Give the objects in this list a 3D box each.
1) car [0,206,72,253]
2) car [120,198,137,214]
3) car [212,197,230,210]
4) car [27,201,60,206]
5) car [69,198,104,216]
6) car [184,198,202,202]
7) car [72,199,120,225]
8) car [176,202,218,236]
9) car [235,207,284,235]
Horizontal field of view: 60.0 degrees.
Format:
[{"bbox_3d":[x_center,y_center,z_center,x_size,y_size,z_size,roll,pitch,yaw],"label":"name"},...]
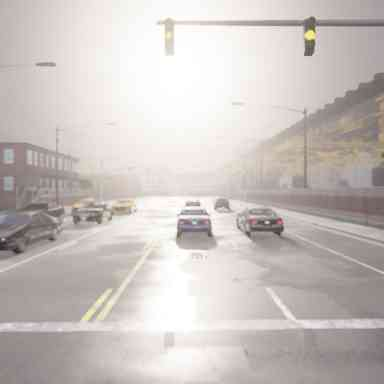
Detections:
[{"bbox_3d":[-7.084,1.527,13.805,2.033,1.411,5.357,0,0,0],"label":"car"},{"bbox_3d":[-7.048,1.426,35.014,1.882,1.535,5.008,0,0,0],"label":"car"},{"bbox_3d":[3.622,1.445,41.273,1.837,1.490,4.892,0,1,0],"label":"car"},{"bbox_3d":[-10.574,1.440,23.296,1.882,1.535,5.008,0,0,0],"label":"car"},{"bbox_3d":[-10.558,1.428,33.605,1.882,1.535,5.008,0,0,0],"label":"car"},{"bbox_3d":[0.120,1.433,39.478,2.128,1.511,4.902,0,0,0],"label":"car"},{"bbox_3d":[-7.070,1.456,24.180,2.128,1.511,4.902,0,0,0],"label":"car"},{"bbox_3d":[0.110,1.520,18.291,2.033,1.411,5.357,0,0,0],"label":"car"},{"bbox_3d":[3.610,1.519,18.470,2.033,1.411,5.357,0,0,0],"label":"car"}]
